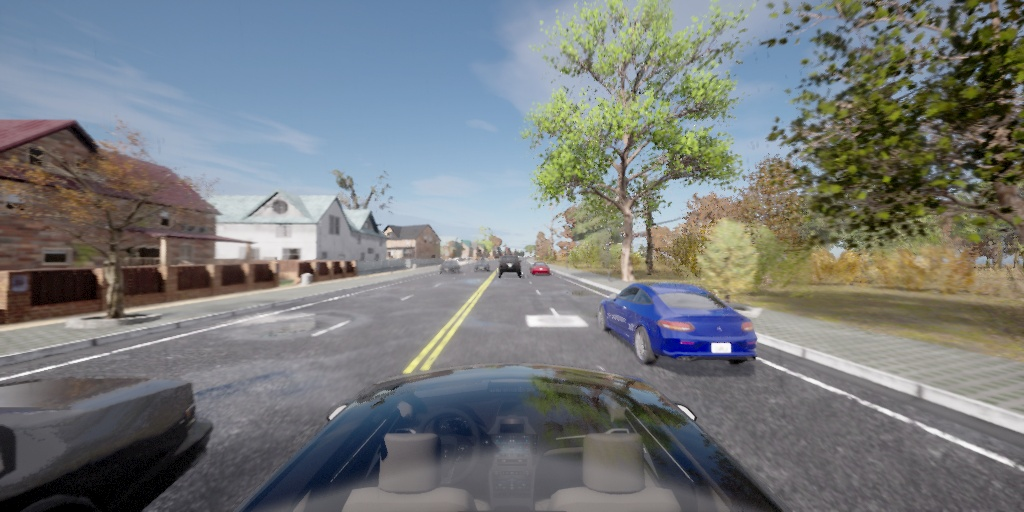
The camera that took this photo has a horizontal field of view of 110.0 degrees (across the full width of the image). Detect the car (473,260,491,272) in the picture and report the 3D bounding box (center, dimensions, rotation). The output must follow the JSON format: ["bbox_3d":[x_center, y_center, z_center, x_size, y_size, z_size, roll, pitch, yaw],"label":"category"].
[{"bbox_3d":[-3.685,1.249,44.831,1.837,1.490,4.892,0,0,0],"label":"car"}]

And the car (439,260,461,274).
[{"bbox_3d":[-6.913,1.244,40.403,1.837,1.490,4.892,0,-1,0],"label":"car"}]

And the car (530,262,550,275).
[{"bbox_3d":[3.019,1.327,39.405,1.994,1.385,4.181,0,0,0],"label":"car"}]

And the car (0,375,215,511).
[{"bbox_3d":[-3.351,1.288,0.516,2.033,1.411,5.357,0,0,0],"label":"car"}]

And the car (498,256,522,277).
[{"bbox_3d":[-0.198,0.978,35.466,2.150,2.045,5.566,0,0,0],"label":"car"}]

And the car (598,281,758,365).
[{"bbox_3d":[3.286,1.288,7.965,1.812,1.442,4.674,0,0,0],"label":"car"}]
